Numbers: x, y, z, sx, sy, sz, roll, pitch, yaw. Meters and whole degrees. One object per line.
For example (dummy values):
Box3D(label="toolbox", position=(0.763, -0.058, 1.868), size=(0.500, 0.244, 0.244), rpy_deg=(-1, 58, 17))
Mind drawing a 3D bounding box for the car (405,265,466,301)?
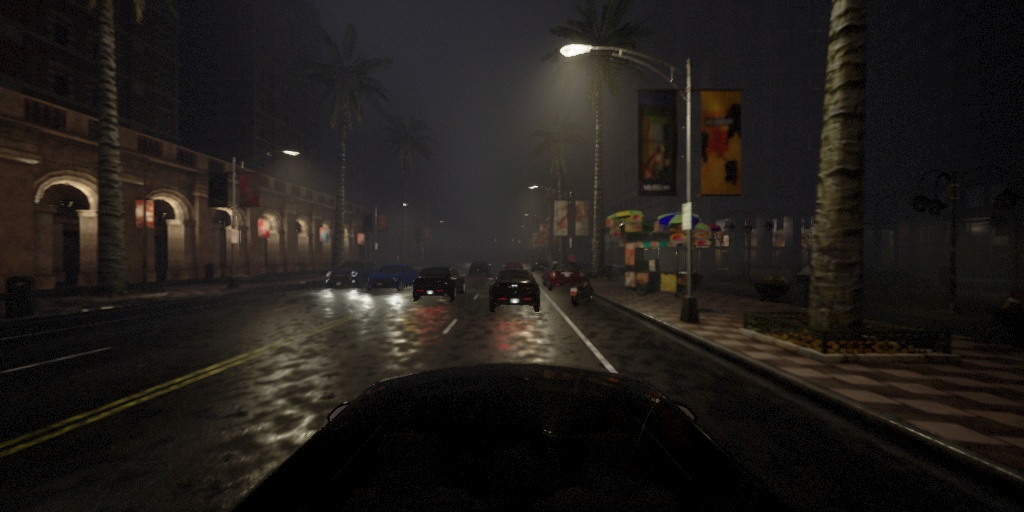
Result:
Box3D(label="car", position=(-3.405, 1.255, 17.309), size=(1.837, 1.490, 4.892), rpy_deg=(0, 0, 0))

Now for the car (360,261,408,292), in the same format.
Box3D(label="car", position=(-7.088, 1.228, 21.691), size=(1.882, 1.535, 5.008), rpy_deg=(0, 0, 0))

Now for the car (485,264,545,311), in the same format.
Box3D(label="car", position=(0.095, 1.255, 14.441), size=(1.837, 1.490, 4.892), rpy_deg=(0, 0, 0))

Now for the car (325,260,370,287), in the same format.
Box3D(label="car", position=(-10.587, 1.103, 24.173), size=(2.097, 1.767, 4.553), rpy_deg=(0, 0, 0))

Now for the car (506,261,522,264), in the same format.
Box3D(label="car", position=(0.179, 1.228, 33.005), size=(1.882, 1.535, 5.008), rpy_deg=(0, 0, 1))

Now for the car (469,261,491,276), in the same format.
Box3D(label="car", position=(-3.273, 1.229, 37.221), size=(1.882, 1.535, 5.008), rpy_deg=(0, 0, 1))
